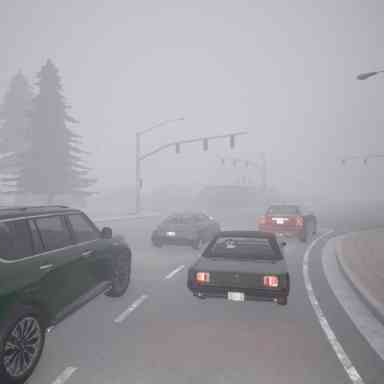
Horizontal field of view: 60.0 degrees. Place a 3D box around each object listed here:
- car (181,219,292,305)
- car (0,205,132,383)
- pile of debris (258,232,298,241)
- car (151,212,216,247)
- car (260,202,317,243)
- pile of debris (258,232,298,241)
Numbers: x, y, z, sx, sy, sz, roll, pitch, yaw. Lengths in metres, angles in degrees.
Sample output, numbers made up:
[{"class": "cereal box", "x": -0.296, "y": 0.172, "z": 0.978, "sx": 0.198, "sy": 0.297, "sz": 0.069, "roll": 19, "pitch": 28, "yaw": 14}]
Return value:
[{"class": "car", "x": 1.336, "y": 1.588, "z": 8.142, "sx": 1.895, "sy": 1.301, "sz": 4.718, "roll": 0, "pitch": 0, "yaw": 14}, {"class": "car", "x": -2.785, "y": 1.222, "z": 5.546, "sx": 2.150, "sy": 2.045, "sz": 5.566, "roll": 0, "pitch": 0, "yaw": 8}, {"class": "pile of debris", "x": 4.207, "y": 2.145, "z": 16.173, "sx": 1.500, "sy": 0.140, "sz": 1.860, "roll": 0, "pitch": 0, "yaw": 29}, {"class": "car", "x": -0.106, "y": 1.545, "z": 14.502, "sx": 1.994, "sy": 1.385, "sz": 4.181, "roll": 0, "pitch": 0, "yaw": 20}, {"class": "car", "x": 4.827, "y": 1.320, "z": 16.413, "sx": 2.097, "sy": 1.767, "sz": 4.553, "roll": 0, "pitch": 0, "yaw": 27}, {"class": "pile of debris", "x": 4.207, "y": 2.145, "z": 16.173, "sx": 1.500, "sy": 0.140, "sz": 1.860, "roll": 0, "pitch": 0, "yaw": 29}]
